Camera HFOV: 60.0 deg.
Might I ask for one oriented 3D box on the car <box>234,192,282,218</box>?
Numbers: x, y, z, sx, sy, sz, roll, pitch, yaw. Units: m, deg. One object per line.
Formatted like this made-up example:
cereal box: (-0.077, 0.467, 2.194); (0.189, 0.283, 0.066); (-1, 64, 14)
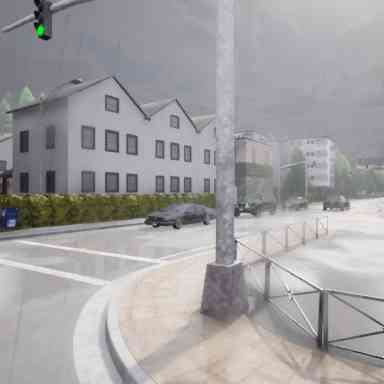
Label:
car: (5.476, 1.034, 28.607); (2.150, 2.045, 5.566); (0, 0, 35)

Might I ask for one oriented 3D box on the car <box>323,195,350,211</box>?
car: (16.387, 1.164, 37.606); (2.097, 1.767, 4.553); (0, 0, 35)

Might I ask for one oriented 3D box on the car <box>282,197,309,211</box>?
car: (11.545, 1.304, 37.088); (2.128, 1.511, 4.902); (0, 0, 36)

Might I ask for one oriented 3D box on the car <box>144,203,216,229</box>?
car: (-0.490, 1.360, 20.195); (2.033, 1.411, 5.357); (0, 0, 35)
